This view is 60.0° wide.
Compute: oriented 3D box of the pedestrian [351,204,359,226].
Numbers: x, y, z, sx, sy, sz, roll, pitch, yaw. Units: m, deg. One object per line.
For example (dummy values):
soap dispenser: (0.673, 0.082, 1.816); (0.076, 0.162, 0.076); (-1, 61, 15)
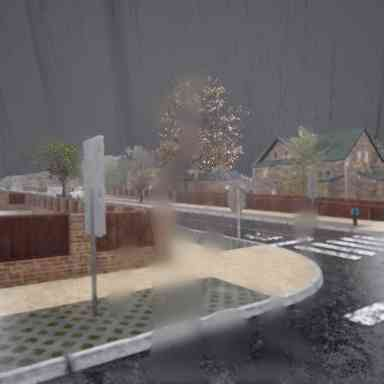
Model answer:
pedestrian: (8.660, 1.234, 17.654); (0.500, 1.100, 0.500); (0, 0, -35)

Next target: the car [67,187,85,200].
car: (-15.863, 0.230, 48.023); (2.150, 2.045, 5.566); (-2, 2, -35)

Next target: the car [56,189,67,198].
car: (-21.698, 0.311, 56.452); (2.128, 1.511, 4.902); (-2, 2, -33)
